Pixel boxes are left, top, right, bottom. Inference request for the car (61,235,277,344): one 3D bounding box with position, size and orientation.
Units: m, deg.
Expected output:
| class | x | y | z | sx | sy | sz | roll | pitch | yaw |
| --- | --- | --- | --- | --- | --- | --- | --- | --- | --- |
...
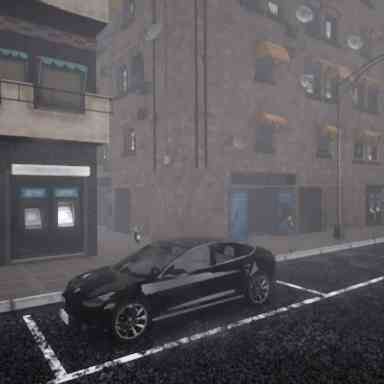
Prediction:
| class | x | y | z | sx | sy | sz | roll | pitch | yaw |
| --- | --- | --- | --- | --- | --- | --- | --- | --- | --- |
| car | -0.202 | 1.565 | 6.431 | 4.313 | 1.339 | 1.947 | 0 | 0 | -36 |
